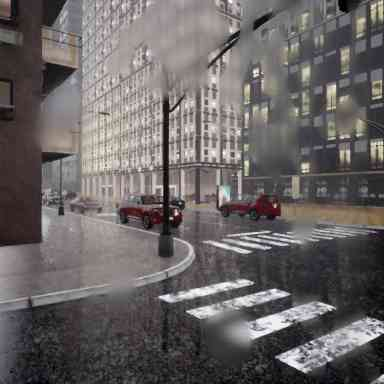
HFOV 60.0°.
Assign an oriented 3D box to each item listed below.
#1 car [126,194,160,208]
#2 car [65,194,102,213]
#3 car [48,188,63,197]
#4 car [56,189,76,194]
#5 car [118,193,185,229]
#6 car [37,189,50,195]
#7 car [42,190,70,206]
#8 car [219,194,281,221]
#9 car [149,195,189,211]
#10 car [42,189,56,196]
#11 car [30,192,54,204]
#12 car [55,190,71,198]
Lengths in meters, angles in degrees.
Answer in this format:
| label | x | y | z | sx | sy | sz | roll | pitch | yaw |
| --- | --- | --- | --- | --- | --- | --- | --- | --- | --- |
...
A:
| label | x | y | z | sx | sy | sz | roll | pitch | yaw |
| --- | --- | --- | --- | --- | --- | --- | --- | --- | --- |
| car | -5.602 | 0.965 | 37.745 | 1.947 | 1.339 | 4.313 | 1 | 0 | -36 |
| car | -9.086 | 1.067 | 28.282 | 1.802 | 1.307 | 4.206 | 2 | 0 | -36 |
| car | -28.413 | 0.098 | 69.165 | 1.967 | 1.590 | 4.097 | 1 | 0 | -36 |
| car | -19.516 | 0.516 | 52.476 | 1.837 | 1.490 | 4.892 | 0 | 1 | -36 |
| car | -2.562 | 1.008 | 19.306 | 2.192 | 1.841 | 5.009 | 2 | 0 | -36 |
| car | -34.935 | -0.011 | 78.143 | 1.887 | 1.381 | 4.507 | 1 | 0 | -36 |
| car | -15.603 | 0.826 | 37.257 | 2.008 | 1.369 | 4.403 | 2 | 0 | -36 |
| car | 4.182 | 1.027 | 24.278 | 2.192 | 1.841 | 5.009 | 1 | 0 | -36 |
| car | -2.342 | 1.070 | 33.256 | 1.947 | 1.339 | 4.313 | 1 | 0 | -36 |
| car | -31.675 | 0.096 | 73.654 | 1.887 | 1.381 | 4.507 | 1 | 0 | -36 |
| car | -18.862 | 0.752 | 41.744 | 1.802 | 1.307 | 4.206 | 2 | 0 | -36 |
| car | -25.157 | 0.309 | 64.677 | 1.887 | 1.381 | 4.507 | 1 | 0 | -36 |
